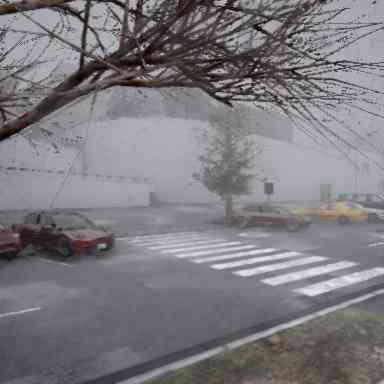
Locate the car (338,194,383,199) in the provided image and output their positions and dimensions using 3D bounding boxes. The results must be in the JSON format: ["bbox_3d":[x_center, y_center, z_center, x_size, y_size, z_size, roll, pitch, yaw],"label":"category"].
[{"bbox_3d":[14.470,1.159,26.856,5.566,2.045,2.435,-1,-1,35],"label":"car"}]

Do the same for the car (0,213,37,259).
[{"bbox_3d":[-7.564,1.530,11.183,4.674,1.452,2.002,-1,0,35],"label":"car"}]

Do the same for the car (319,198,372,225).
[{"bbox_3d":[9.396,1.436,23.480,5.366,1.575,1.946,-1,0,35],"label":"car"}]

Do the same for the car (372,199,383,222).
[{"bbox_3d":[11.996,1.464,25.127,4.674,1.452,2.002,-1,-1,34],"label":"car"}]

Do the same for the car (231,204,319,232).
[{"bbox_3d":[4.685,1.483,19.883,4.792,1.488,2.163,-1,-1,35],"label":"car"}]

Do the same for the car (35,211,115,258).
[{"bbox_3d":[-5.093,1.512,12.918,4.792,1.488,2.163,-1,-1,34],"label":"car"}]
